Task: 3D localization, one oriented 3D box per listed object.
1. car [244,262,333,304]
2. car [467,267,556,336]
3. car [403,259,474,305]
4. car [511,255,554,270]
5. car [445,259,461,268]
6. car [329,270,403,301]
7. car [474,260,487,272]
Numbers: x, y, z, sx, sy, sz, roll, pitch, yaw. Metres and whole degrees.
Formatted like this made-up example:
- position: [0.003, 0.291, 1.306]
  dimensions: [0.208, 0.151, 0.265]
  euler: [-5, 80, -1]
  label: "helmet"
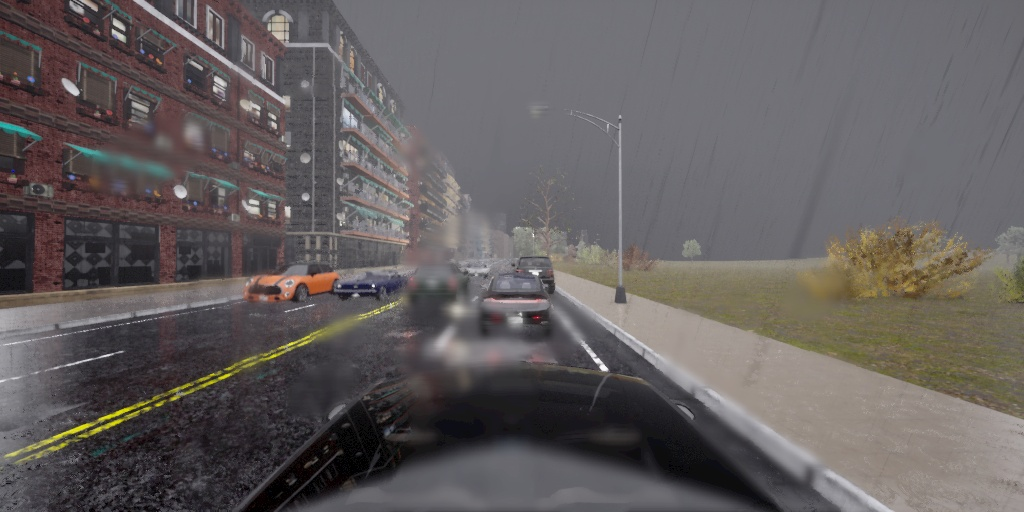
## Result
- position: [-9.833, 1.105, 16.460]
  dimensions: [2.097, 1.767, 4.553]
  euler: [0, 0, 0]
  label: "car"
- position: [0.111, 1.243, 10.446]
  dimensions: [2.128, 1.511, 4.902]
  euler: [0, 0, 0]
  label: "car"
- position: [-3.133, 1.105, 16.308]
  dimensions: [2.097, 1.767, 4.553]
  euler: [0, 0, 0]
  label: "car"
- position: [1.158, 0.978, 20.315]
  dimensions: [2.150, 2.045, 5.566]
  euler: [0, 0, 0]
  label: "car"
- position: [-9.773, 1.259, 59.482]
  dimensions: [1.837, 1.490, 4.892]
  euler: [0, 0, 0]
  label: "car"
- position: [-6.582, 1.353, 17.308]
  dimensions: [1.895, 1.301, 4.718]
  euler: [0, 0, 0]
  label: "car"
- position: [-3.117, 1.355, 33.696]
  dimensions: [1.895, 1.301, 4.718]
  euler: [0, 0, 0]
  label: "car"
